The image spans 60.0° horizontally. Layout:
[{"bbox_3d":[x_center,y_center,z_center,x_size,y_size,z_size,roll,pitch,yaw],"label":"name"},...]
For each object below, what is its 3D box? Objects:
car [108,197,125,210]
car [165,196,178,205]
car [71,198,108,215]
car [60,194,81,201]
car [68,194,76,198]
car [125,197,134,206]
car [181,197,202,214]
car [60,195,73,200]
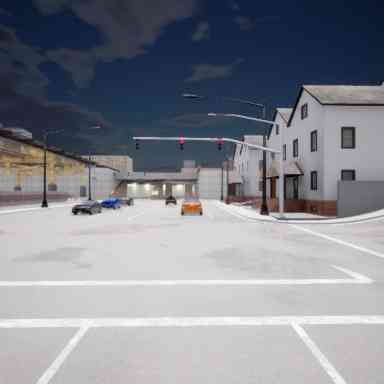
[{"bbox_3d":[-10.703,1.478,44.068,1.882,1.535,5.008,0,0,0],"label":"car"},{"bbox_3d":[-3.641,1.505,58.578,1.837,1.490,4.892,0,0,0],"label":"car"},{"bbox_3d":[-10.683,1.547,34.345,2.033,1.411,5.357,0,0,0],"label":"car"},{"bbox_3d":[-32.686,1.452,89.596,2.038,1.542,4.974,0,0,28],"label":"car"},{"bbox_3d":[-31.884,1.452,84.231,2.038,1.542,4.974,0,0,-37],"label":"car"},{"bbox_3d":[-10.718,1.526,54.343,1.812,1.442,4.674,0,0,0],"label":"car"},{"bbox_3d":[-0.011,1.352,35.059,2.097,1.767,4.553,0,0,0],"label":"car"},{"bbox_3d":[-31.915,1.295,84.273,1.853,1.218,4.536,0,0,-37],"label":"car"}]
